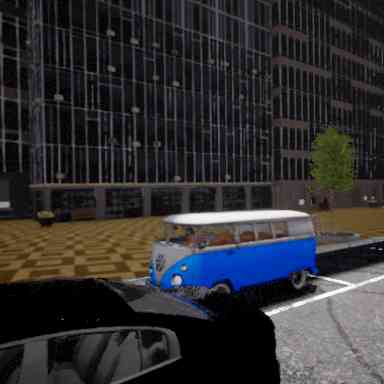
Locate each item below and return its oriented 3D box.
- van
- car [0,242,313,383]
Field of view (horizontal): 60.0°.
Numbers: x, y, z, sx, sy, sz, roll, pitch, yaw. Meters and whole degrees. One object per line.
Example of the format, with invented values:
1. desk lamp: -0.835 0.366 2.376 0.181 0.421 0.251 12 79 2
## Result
1. van: 1.004 1.321 7.293 3.998 1.788 1.690 0 -1 -35
2. car: -1.536 1.478 2.270 5.008 1.535 1.882 0 0 -35
